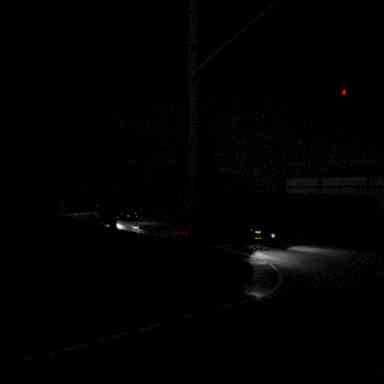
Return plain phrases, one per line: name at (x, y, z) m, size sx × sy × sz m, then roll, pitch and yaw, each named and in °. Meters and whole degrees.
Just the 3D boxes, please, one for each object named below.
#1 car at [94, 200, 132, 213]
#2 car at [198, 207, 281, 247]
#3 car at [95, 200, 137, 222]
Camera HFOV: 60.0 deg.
car at (-9.070, 1.601, 38.573) m, size 1.895 × 1.301 × 4.718 m, roll 0°, pitch 0°, yaw 23°
car at (1.813, 1.505, 15.266) m, size 1.837 × 1.490 × 4.892 m, roll 0°, pitch 0°, yaw -36°
car at (-5.951, 1.506, 26.109) m, size 1.837 × 1.490 × 4.892 m, roll 0°, pitch 0°, yaw -34°
